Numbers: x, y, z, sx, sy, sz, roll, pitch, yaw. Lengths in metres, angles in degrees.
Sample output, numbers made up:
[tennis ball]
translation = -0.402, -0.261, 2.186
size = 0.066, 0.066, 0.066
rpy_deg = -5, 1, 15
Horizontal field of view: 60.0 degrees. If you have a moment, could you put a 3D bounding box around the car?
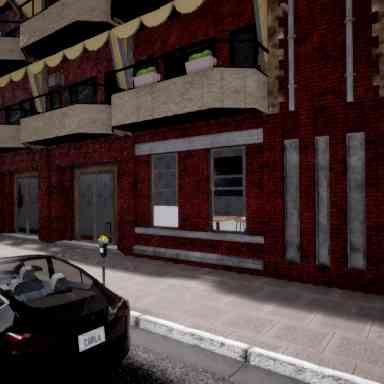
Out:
[car]
translation = -2.735, 1.567, 4.679
size = 4.313, 1.339, 1.947
rpy_deg = 0, -1, 35
